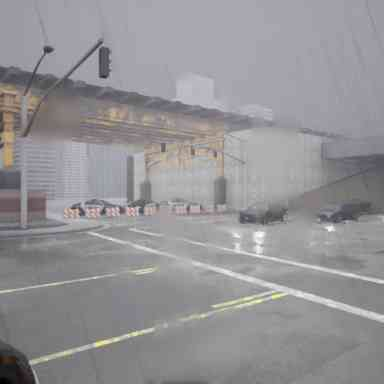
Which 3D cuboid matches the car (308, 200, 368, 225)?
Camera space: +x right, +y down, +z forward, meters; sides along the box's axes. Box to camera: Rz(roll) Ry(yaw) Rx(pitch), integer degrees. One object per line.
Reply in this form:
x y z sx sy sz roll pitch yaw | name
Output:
10.687 1.546 24.662 5.357 1.411 2.033 0 0 -42 | car

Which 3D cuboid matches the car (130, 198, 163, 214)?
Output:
-5.227 1.451 34.795 2.038 1.542 4.974 0 0 18 | car

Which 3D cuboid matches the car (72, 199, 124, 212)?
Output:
-9.018 1.294 32.109 4.536 1.218 1.853 0 0 8 | car

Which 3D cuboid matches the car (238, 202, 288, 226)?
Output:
5.106 1.476 23.612 1.882 1.535 5.008 -1 0 38 | car

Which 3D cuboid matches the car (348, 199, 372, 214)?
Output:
16.464 1.489 33.836 4.902 1.511 2.128 0 0 -37 | car

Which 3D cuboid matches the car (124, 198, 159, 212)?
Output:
-5.211 1.294 34.845 1.853 1.218 4.536 0 0 18 | car

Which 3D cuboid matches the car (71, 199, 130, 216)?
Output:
-8.967 1.452 32.102 4.974 1.542 2.038 0 0 8 | car

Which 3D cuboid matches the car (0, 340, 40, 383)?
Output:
-3.294 1.492 1.421 4.902 1.511 2.128 0 0 -35 | car

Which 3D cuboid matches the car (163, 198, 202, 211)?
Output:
-1.376 1.293 38.556 4.536 1.218 1.853 0 0 -7 | car

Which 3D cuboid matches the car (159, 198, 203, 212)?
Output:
-1.325 1.451 38.563 4.974 1.542 2.038 0 0 -7 | car
